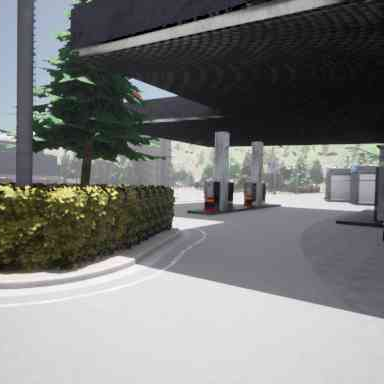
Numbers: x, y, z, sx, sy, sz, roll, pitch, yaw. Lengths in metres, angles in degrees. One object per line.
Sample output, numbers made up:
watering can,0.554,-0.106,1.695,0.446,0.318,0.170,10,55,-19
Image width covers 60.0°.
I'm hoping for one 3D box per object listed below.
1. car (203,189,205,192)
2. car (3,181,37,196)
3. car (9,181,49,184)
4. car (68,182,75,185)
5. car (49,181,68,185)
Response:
car,4.686,-0.310,65.637,5.027,1.636,2.152,2,2,35
car,-21.902,-0.472,42.394,4.605,1.855,1.932,2,2,35
car,-17.351,-0.185,35.189,3.866,1.878,1.905,2,2,35
car,-25.645,-1.290,68.024,4.605,1.855,1.932,2,2,35
car,-26.976,-1.265,65.408,3.866,1.878,1.905,2,2,35
